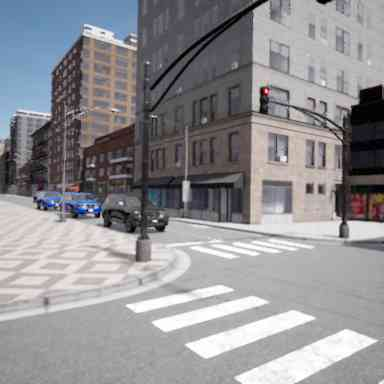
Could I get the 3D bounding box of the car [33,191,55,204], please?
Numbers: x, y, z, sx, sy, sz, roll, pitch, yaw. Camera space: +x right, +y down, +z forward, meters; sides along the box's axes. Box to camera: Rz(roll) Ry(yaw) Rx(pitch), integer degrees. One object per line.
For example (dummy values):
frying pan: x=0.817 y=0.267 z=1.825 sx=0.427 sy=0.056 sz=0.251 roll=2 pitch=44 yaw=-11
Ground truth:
car: x=-24.835 y=0.861 z=55.567 sx=2.150 sy=2.045 sz=5.566 roll=2 pitch=0 yaw=-37

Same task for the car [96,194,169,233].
car: x=-3.516 y=1.158 z=19.728 sx=2.150 sy=2.045 sz=5.566 roll=2 pitch=0 yaw=-35

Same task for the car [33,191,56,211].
car: x=-15.628 y=0.972 z=36.942 sx=2.150 sy=2.045 sz=5.566 roll=2 pitch=0 yaw=-35

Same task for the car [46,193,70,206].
car: x=-19.216 y=1.077 z=47.546 sx=2.097 sy=1.767 sz=4.553 roll=2 pitch=0 yaw=-35

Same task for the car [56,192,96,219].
car: x=-9.446 y=1.067 z=28.147 sx=2.150 sy=2.045 sz=5.566 roll=2 pitch=0 yaw=-35
